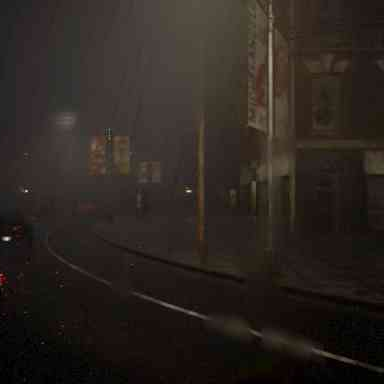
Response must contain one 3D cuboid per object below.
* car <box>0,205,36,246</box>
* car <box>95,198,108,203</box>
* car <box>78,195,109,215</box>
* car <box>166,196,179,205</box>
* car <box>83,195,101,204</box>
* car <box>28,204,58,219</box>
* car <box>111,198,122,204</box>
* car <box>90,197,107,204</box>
[{"bbox_3d":[-8.321,1.589,15.242,1.837,1.490,4.892,-1,0,-26],"label":"car"},{"bbox_3d":[-22.740,2.074,84.014,1.895,1.301,4.718,0,0,2],"label":"car"},{"bbox_3d":[-10.887,1.562,36.864,2.097,1.767,4.553,0,0,2],"label":"car"},{"bbox_3d":[-5.566,2.041,94.552,2.231,1.521,4.892,0,0,12],"label":"car"},{"bbox_3d":[-22.996,1.664,76.624,2.435,2.045,5.566,0,0,2],"label":"car"},{"bbox_3d":[-14.583,1.777,31.807,1.895,1.301,4.718,0,0,1],"label":"car"},{"bbox_3d":[-16.645,1.848,71.567,1.895,1.301,4.718,0,0,2],"label":"car"},{"bbox_3d":[-20.141,1.790,71.738,2.033,1.411,5.357,0,0,2],"label":"car"}]
